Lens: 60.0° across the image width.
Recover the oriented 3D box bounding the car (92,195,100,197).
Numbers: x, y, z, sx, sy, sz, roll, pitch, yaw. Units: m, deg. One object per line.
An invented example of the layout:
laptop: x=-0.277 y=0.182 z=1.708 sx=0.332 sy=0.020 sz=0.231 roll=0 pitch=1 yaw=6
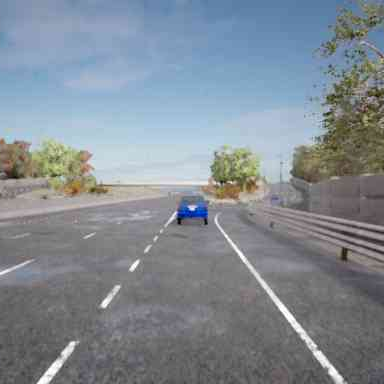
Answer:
car: x=-24.517 y=1.548 z=84.801 sx=1.994 sy=1.385 sz=4.181 roll=0 pitch=0 yaw=0

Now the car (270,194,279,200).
car: x=22.678 y=1.538 z=90.989 sx=2.150 sy=2.045 sz=5.566 roll=0 pitch=3 yaw=20

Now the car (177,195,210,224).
car: x=0.121 y=1.216 z=24.851 sx=2.150 sy=2.045 sz=5.566 roll=0 pitch=0 yaw=2
